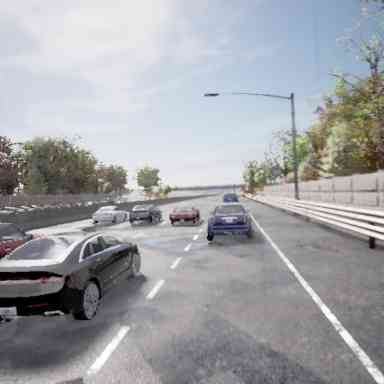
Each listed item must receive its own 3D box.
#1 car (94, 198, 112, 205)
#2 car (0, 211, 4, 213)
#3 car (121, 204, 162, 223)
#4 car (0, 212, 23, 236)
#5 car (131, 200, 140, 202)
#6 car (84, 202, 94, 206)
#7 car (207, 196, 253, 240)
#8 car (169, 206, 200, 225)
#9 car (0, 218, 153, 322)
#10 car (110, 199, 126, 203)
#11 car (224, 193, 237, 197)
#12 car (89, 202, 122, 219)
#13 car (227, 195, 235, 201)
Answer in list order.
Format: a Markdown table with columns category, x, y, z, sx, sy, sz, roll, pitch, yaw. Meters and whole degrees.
| category | x | y | z | sx | sy | sz | roll | pitch | yaw |
| --- | --- | --- | --- | --- | --- | --- | --- | --- | --- |
| car | -19.432 | 2.470 | 75.040 | 2.150 | 2.045 | 5.566 | -3 | 0 | 7 |
| car | -17.779 | 2.486 | 29.859 | 1.812 | 1.442 | 4.674 | -3 | 0 | 7 |
| car | -3.779 | 1.783 | 27.508 | 2.128 | 1.511 | 4.902 | -3 | 0 | 7 |
| car | -5.884 | 1.667 | 9.668 | 2.097 | 1.767 | 4.553 | -3 | 0 | 7 |
| car | -12.468 | 2.467 | 74.252 | 1.994 | 1.385 | 4.181 | -3 | 0 | 7 |
| car | -22.887 | 2.935 | 75.476 | 2.128 | 1.511 | 4.902 | -3 | 0 | 7 |
| car | 1.939 | 1.330 | 17.175 | 2.097 | 1.767 | 4.553 | -3 | 0 | 7 |
| car | -0.449 | 1.729 | 25.836 | 1.895 | 1.301 | 4.718 | -3 | 0 | 7 |
| car | -2.597 | 1.644 | 7.601 | 2.128 | 1.511 | 4.902 | -3 | 0 | 7 |
| car | -15.942 | 2.605 | 74.660 | 2.128 | 1.511 | 4.902 | -3 | 0 | 7 |
| car | 5.520 | 1.170 | 47.720 | 2.150 | 2.045 | 5.566 | -3 | 0 | 7 |
| car | -7.113 | 1.981 | 29.106 | 1.812 | 1.442 | 4.674 | -3 | 0 | 7 |
| car | 9.972 | 1.537 | 85.455 | 1.994 | 1.385 | 4.181 | -3 | 0 | 7 |
